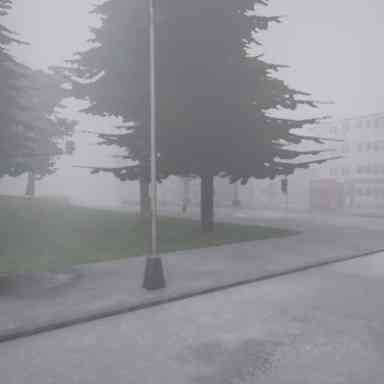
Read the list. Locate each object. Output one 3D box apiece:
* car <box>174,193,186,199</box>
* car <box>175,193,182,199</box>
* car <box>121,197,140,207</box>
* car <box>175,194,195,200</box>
[{"bbox_3d":[-3.216,0.976,88.183,1.845,1.501,3.633,-1,0,-24],"label":"car"},{"bbox_3d":[-1.915,1.066,85.706,4.536,1.218,1.853,0,0,-6],"label":"car"},{"bbox_3d":[-8.268,1.410,47.228,1.895,1.301,4.718,-1,0,-35],"label":"car"},{"bbox_3d":[-1.862,1.223,85.712,4.974,1.542,2.038,0,0,-6],"label":"car"}]
